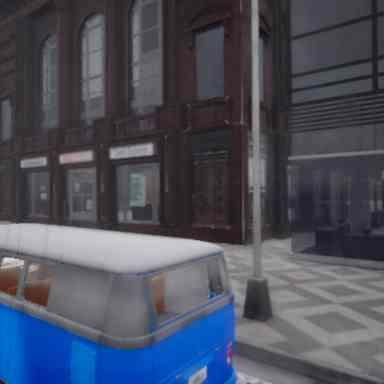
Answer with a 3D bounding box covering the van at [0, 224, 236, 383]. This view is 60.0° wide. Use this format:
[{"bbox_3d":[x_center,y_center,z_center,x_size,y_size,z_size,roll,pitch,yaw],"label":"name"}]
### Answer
[{"bbox_3d":[-1.459,1.339,3.901,3.998,1.788,1.690,0,-1,36],"label":"van"}]
